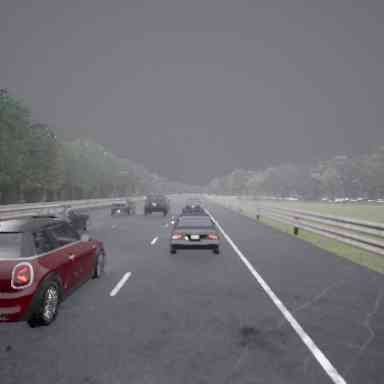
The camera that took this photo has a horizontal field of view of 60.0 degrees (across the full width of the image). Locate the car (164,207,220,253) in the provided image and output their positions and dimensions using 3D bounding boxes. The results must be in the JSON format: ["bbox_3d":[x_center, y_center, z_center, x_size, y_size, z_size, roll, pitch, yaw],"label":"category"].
[{"bbox_3d":[0.101,1.567,13.701,2.033,1.411,5.357,0,0,0],"label":"car"}]

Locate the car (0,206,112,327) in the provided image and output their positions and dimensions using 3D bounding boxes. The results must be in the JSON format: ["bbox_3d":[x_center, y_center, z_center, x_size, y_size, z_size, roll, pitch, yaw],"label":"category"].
[{"bbox_3d":[-3.402,1.362,7.203,2.097,1.767,4.553,0,0,0],"label":"car"}]

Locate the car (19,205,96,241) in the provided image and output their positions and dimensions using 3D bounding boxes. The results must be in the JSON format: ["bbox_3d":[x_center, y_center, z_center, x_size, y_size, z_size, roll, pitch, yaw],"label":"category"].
[{"bbox_3d":[-6.894,1.513,17.762,2.128,1.511,4.902,0,0,0],"label":"car"}]

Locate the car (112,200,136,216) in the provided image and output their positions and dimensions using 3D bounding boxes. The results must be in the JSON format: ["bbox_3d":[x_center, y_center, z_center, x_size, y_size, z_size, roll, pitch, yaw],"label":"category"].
[{"bbox_3d":[-6.896,1.565,33.898,1.837,1.490,4.892,0,0,0],"label":"car"}]

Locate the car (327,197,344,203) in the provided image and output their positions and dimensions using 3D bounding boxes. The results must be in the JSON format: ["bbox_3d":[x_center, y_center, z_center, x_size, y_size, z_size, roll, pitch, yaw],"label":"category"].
[{"bbox_3d":[34.739,1.943,79.848,1.837,1.490,4.892,0,0,-32],"label":"car"}]

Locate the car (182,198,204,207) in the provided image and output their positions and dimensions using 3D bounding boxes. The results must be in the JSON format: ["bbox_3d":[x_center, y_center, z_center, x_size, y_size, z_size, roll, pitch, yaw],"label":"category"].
[{"bbox_3d":[0.105,1.411,33.541,2.097,1.767,4.553,0,0,0],"label":"car"}]

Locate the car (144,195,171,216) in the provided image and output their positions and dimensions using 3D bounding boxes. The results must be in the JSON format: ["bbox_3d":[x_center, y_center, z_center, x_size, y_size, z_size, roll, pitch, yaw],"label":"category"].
[{"bbox_3d":[-3.396,1.279,32.980,2.150,2.045,5.566,0,0,0],"label":"car"}]
